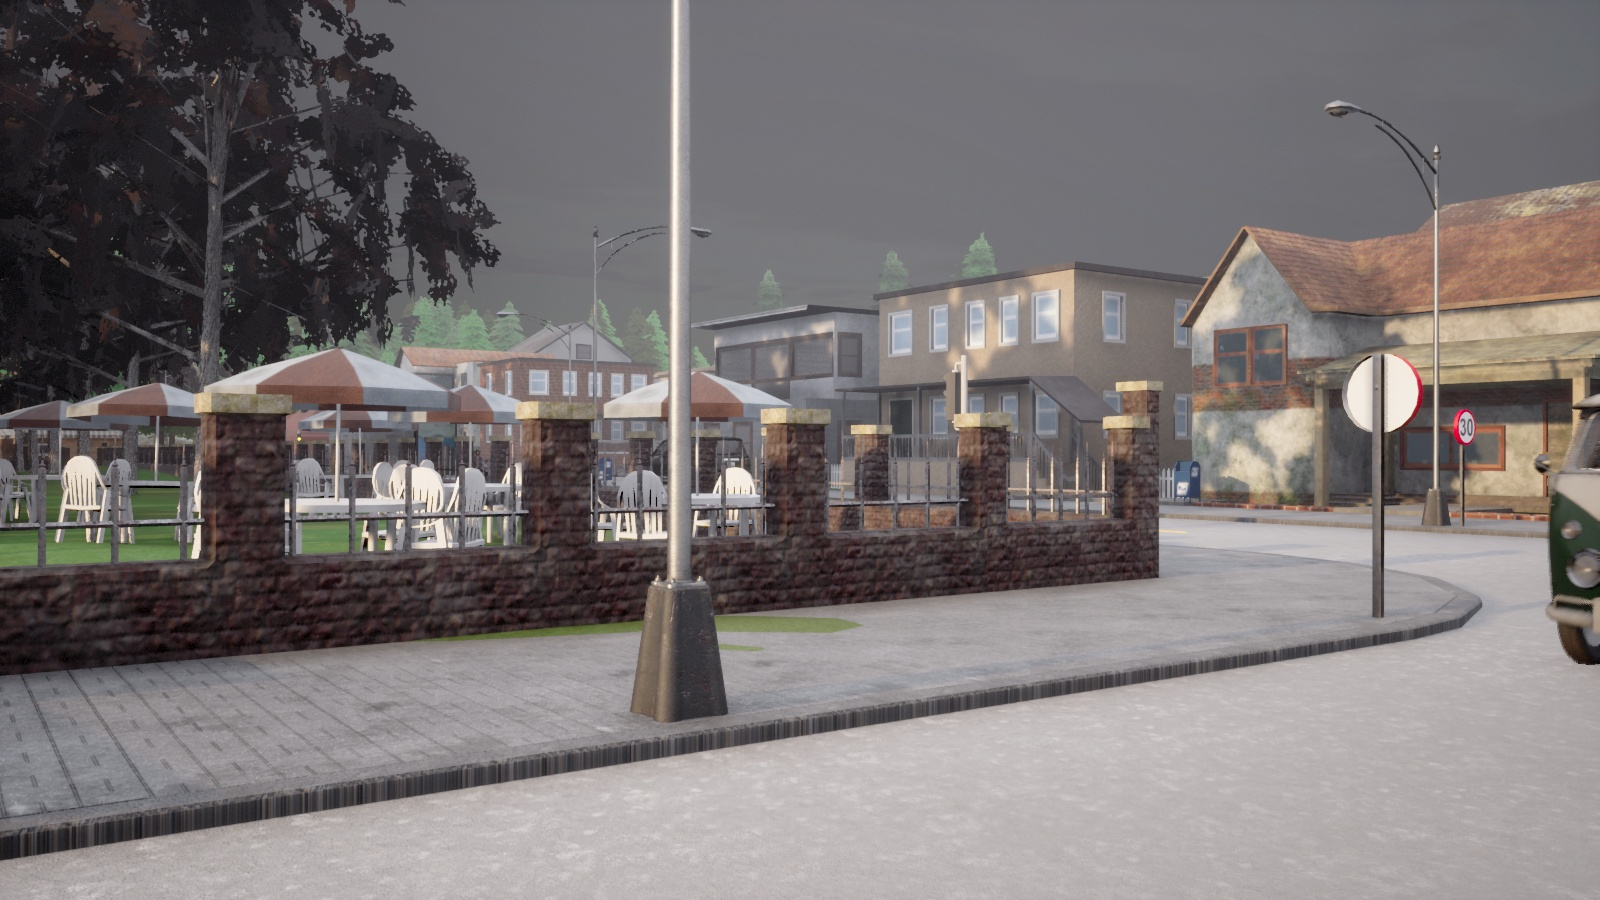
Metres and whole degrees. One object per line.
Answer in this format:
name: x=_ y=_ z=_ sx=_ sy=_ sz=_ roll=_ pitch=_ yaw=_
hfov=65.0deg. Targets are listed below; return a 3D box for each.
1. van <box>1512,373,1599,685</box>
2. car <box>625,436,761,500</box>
van: x=6.983 y=0.505 z=9.226 sx=4.442 sy=1.987 sz=1.775 roll=0 pitch=0 yaw=-43
car: x=-3.768 y=0.577 z=43.111 sx=2.150 sy=2.045 sz=5.566 roll=0 pitch=0 yaw=-35
